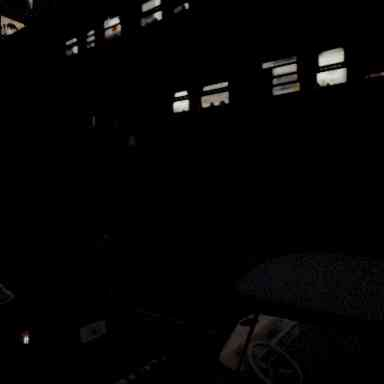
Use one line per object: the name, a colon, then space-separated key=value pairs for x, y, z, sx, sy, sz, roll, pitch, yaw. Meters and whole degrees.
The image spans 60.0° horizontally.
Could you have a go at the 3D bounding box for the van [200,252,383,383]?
van: x=1.841 y=1.344 z=1.568 sx=3.998 sy=1.788 sz=1.690 roll=0 pitch=0 yaw=35

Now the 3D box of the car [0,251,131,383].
car: x=-2.770 y=1.551 z=4.853 sx=4.313 sy=1.339 sz=1.947 roll=0 pitch=0 yaw=35
